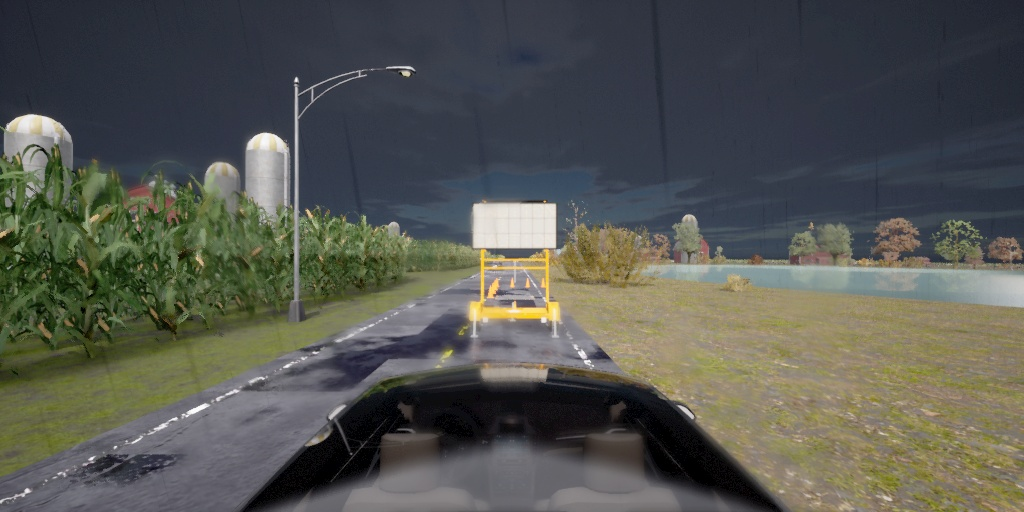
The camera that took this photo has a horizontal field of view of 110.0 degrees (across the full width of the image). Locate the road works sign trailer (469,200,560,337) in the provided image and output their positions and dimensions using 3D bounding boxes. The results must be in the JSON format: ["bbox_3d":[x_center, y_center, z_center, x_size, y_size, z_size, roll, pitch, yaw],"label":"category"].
[{"bbox_3d":[0.081,0.217,10.239,2.380,3.560,2.880,0,0,0],"label":"road works sign trailer"}]

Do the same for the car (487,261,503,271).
[{"bbox_3d":[-2.340,1.303,49.884,2.128,1.511,4.902,0,0,0],"label":"car"}]
